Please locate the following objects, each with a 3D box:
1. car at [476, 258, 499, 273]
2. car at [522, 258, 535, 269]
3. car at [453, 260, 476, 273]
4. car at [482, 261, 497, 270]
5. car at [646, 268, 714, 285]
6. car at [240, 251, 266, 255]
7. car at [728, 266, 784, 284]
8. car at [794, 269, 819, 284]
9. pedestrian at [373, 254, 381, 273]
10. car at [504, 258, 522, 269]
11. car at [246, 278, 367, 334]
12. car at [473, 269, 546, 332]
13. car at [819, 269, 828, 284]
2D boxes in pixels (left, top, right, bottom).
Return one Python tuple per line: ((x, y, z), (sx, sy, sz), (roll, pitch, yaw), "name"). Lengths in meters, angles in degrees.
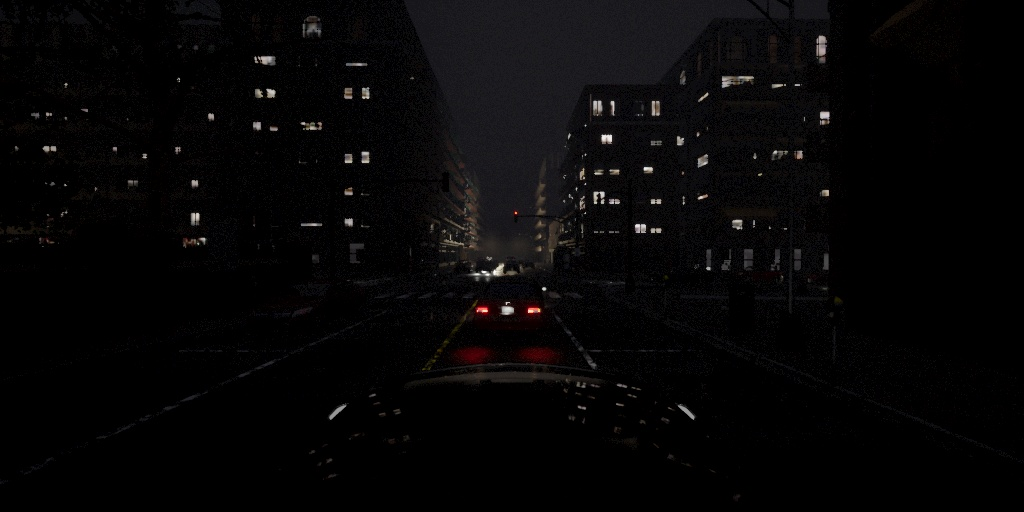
((-3.200, 1.296, 43.263), (2.033, 1.411, 5.357), (0, 0, 4), "car")
((2.525, 1.299, 54.284), (2.007, 1.370, 4.403), (0, 0, 0), "car")
((-5.819, 1.188, 42.985), (1.967, 1.591, 4.097), (0, 0, 0), "car")
((-3.242, 1.349, 53.213), (1.895, 1.301, 4.718), (0, 0, 0), "car")
((13.450, 1.607, 28.827), (4.718, 1.301, 1.895), (1, 0, -1), "car")
((-17.611, 0.694, 25.146), (5.566, 2.045, 2.150), (1, 0, -1), "car")
((21.287, 1.571, 31.508), (4.097, 1.591, 1.967), (0, 0, -1), "car")
((26.960, 1.813, 31.595), (4.207, 1.307, 1.802), (0, 0, -1), "car")
((-12.814, 0.652, 33.955), (0.375, 1.860, 0.375), (0, -1, -1), "pedestrian")
((-0.024, 1.274, 43.312), (1.812, 1.442, 4.674), (0, 0, -1), "car")
((-5.715, 1.331, 10.574), (1.802, 1.307, 4.207), (0, 0, 0), "car")
((0.050, 1.297, 10.789), (2.033, 1.411, 5.357), (0, 0, 3), "car")
((28.399, 1.748, 29.051), (5.008, 1.535, 1.882), (1, 0, -1), "car")
